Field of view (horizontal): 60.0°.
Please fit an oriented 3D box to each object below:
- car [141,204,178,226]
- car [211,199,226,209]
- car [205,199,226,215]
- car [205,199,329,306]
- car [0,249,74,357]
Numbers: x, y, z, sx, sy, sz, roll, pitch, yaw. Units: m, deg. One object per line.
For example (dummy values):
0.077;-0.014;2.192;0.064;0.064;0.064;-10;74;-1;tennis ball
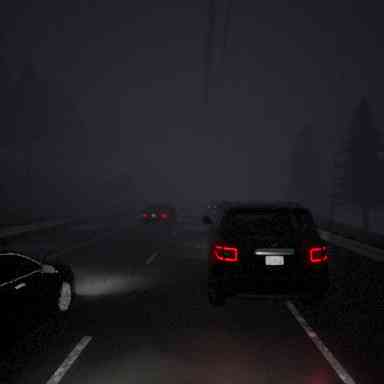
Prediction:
-2.184;1.552;23.450;2.033;1.411;5.357;0;0;5;car
3.768;1.609;46.547;1.895;1.301;4.718;0;0;8;car
2.607;1.553;36.120;2.033;1.411;5.357;0;0;7;car
1.473;1.226;8.177;2.150;2.045;5.566;0;0;2;car
-3.232;1.507;4.547;1.837;1.490;4.892;0;0;1;car
